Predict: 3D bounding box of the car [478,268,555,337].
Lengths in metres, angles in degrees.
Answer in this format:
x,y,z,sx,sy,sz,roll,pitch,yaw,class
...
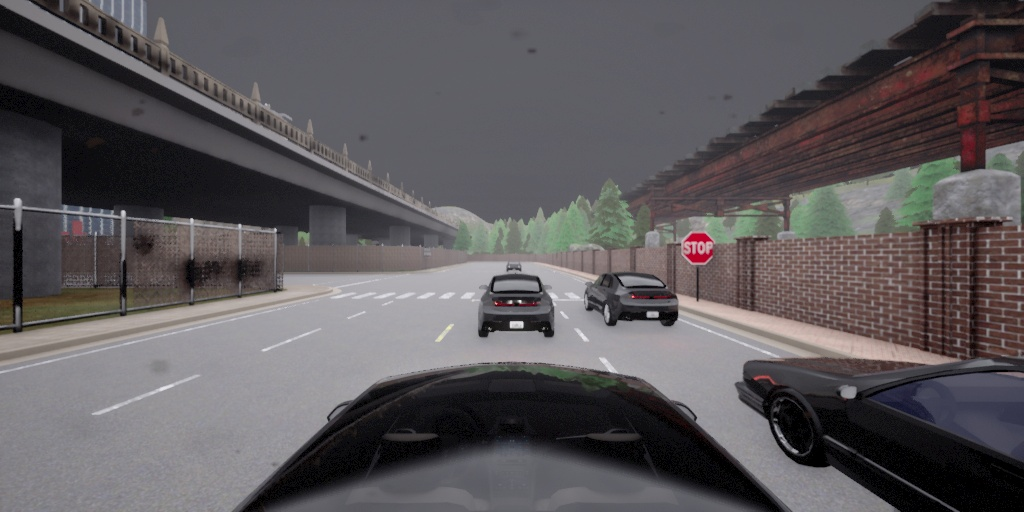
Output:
x,y,z,sx,sy,sz,roll,pitch,yaw,class
0.106,1.250,10.229,1.837,1.490,4.892,0,0,0,car

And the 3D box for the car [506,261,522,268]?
x,y,z,sx,sy,sz,roll,pitch,yaw,class
0.234,1.329,45.497,1.895,1.301,4.718,0,0,-1,car

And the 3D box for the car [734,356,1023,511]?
x,y,z,sx,sy,sz,roll,pitch,yaw,class
3.600,1.297,1.839,2.033,1.411,5.357,0,0,0,car

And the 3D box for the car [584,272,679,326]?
x,y,z,sx,sy,sz,roll,pitch,yaw,class
3.609,1.250,11.585,1.837,1.490,4.892,0,0,0,car
